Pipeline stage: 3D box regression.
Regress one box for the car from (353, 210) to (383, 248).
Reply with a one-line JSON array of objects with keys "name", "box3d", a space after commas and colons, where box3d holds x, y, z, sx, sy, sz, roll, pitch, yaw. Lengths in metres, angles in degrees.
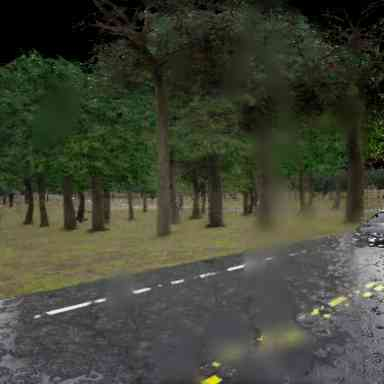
[{"name": "car", "box3d": [8.388, 1.494, 13.612, 4.892, 1.490, 1.837, 0, 0, -40]}]
